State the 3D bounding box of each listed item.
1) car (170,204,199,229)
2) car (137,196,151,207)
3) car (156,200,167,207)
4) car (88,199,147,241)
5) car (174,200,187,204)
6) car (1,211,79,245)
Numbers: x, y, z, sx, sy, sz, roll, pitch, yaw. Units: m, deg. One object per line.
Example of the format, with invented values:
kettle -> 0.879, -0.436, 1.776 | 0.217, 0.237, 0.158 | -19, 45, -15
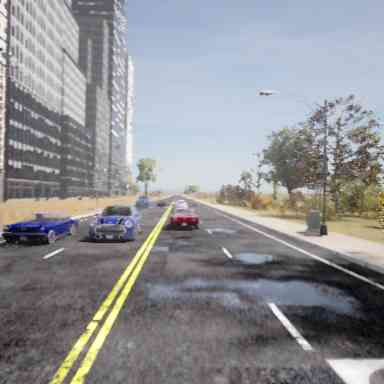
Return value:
car -> -0.571, 1.794, 23.464 | 1.895, 1.301, 4.718 | 1, -1, -2
car -> -8.719, 1.680, 60.264 | 2.150, 2.045, 5.566 | 1, -1, -2
car -> -5.496, 2.094, 60.814 | 1.895, 1.301, 4.718 | 1, -1, -2
car -> -3.746, 1.429, 17.021 | 2.097, 1.767, 4.553 | 1, -1, -2
car -> -1.611, 1.916, 48.225 | 1.812, 1.442, 4.674 | 1, -1, -2
car -> -6.951, 1.606, 15.762 | 1.895, 1.301, 4.718 | 1, 0, -2
